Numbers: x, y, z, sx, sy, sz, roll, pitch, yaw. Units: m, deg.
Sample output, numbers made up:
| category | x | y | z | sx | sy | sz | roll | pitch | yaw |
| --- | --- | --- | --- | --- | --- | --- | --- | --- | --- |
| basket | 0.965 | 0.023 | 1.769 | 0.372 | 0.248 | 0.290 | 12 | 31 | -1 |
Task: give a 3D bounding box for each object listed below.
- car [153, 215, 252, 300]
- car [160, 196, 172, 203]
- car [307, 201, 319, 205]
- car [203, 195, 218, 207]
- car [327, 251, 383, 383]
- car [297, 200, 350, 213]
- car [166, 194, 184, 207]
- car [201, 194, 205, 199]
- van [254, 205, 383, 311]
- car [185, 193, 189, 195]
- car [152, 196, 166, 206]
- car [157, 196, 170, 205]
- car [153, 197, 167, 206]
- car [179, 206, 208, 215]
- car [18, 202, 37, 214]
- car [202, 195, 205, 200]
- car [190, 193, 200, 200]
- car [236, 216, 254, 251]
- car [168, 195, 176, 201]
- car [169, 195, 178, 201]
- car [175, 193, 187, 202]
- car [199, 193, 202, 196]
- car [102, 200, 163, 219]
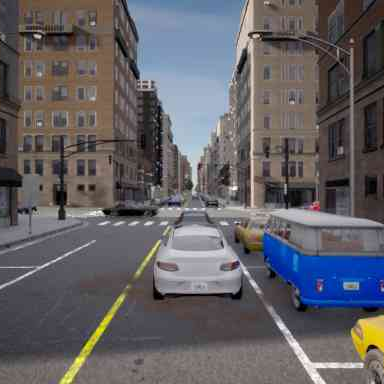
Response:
| category | x | y | z | sx | sy | sz | roll | pitch | yaw |
| --- | --- | --- | --- | --- | --- | --- | --- | --- | --- |
| car | 0.086 | 1.527 | 8.294 | 1.812 | 1.442 | 4.674 | 0 | 0 | -1 |
| car | -5.240 | 1.549 | 67.483 | 1.887 | 1.381 | 4.507 | 1 | 0 | 1 |
| car | 15.599 | 1.356 | 35.539 | 5.566 | 2.045 | 2.150 | 0 | -1 | 0 |
| car | 3.052 | 1.571 | 50.782 | 1.947 | 1.339 | 4.313 | 1 | 0 | 1 |
| car | 2.678 | 1.526 | 1.941 | 1.752 | 1.417 | 4.829 | 1 | 0 | 0 |
| car | 15.247 | 1.712 | 38.787 | 5.357 | 1.411 | 2.033 | 0 | -1 | 0 |
| car | -2.693 | 1.483 | 52.224 | 1.882 | 1.535 | 5.008 | 0 | 0 | 1 |
| car | 3.207 | 1.555 | 61.842 | 2.008 | 1.369 | 4.403 | 1 | 0 | 1 |
| van | 2.686 | 1.342 | 7.445 | 1.690 | 1.788 | 3.998 | 1 | 0 | 0 |
| car | -2.326 | 1.359 | 72.011 | 2.097 | 1.767 | 4.553 | 0 | 0 | 1 |
| car | -5.473 | 1.588 | 50.897 | 1.802 | 1.307 | 4.206 | 1 | 0 | 1 |
| car | -5.318 | 1.556 | 61.955 | 2.008 | 1.369 | 4.403 | 1 | 0 | 1 |
| car | -5.395 | 1.571 | 56.426 | 1.947 | 1.339 | 4.313 | 1 | 0 | 1 |
| car | 0.110 | 1.566 | 15.629 | 1.994 | 1.385 | 4.181 | 0 | 0 | 0 |
| car | -18.055 | 1.411 | 32.354 | 5.357 | 1.411 | 2.033 | 0 | -1 | 0 |
| car | 3.130 | 1.549 | 56.312 | 1.887 | 1.381 | 4.507 | 1 | 0 | 1 |
| car | 0.951 | 1.523 | 91.829 | 1.812 | 1.442 | 4.674 | 0 | 0 | 1 |
| car | 2.692 | 1.528 | 13.288 | 1.752 | 1.417 | 4.829 | 1 | 0 | 0 |
| car | -5.010 | 1.527 | 83.900 | 1.752 | 1.417 | 4.829 | 1 | 0 | 1 |
| car | -4.931 | 1.566 | 89.598 | 1.947 | 1.339 | 4.313 | 1 | 0 | 1 |
| car | -2.533 | 1.483 | 61.884 | 1.882 | 1.535 | 5.008 | 0 | 0 | 1 |
| car | 3.594 | 1.549 | 89.493 | 2.008 | 1.369 | 4.403 | 1 | 0 | 1 |
| car | -5.239 | 1.606 | 28.997 | 4.718 | 1.301 | 1.895 | 0 | 0 | 0 |
